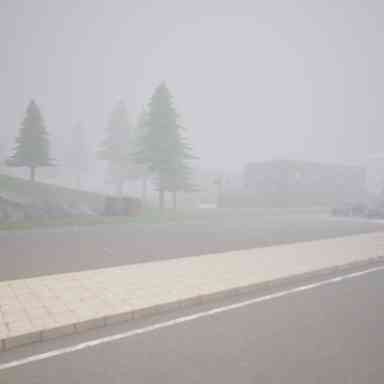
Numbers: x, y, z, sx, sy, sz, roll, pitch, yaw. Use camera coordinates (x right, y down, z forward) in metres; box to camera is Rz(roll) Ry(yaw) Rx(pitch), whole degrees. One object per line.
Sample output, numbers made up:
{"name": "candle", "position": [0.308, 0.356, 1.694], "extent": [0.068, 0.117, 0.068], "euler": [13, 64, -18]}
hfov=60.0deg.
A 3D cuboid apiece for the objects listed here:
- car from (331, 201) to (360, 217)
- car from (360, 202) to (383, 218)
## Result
{"name": "car", "position": [16.013, 1.704, 33.668], "extent": [4.892, 1.490, 1.837], "euler": [0, 0, -35]}
{"name": "car", "position": [17.987, 1.685, 30.778], "extent": [4.892, 1.490, 1.837], "euler": [1, 0, -35]}
